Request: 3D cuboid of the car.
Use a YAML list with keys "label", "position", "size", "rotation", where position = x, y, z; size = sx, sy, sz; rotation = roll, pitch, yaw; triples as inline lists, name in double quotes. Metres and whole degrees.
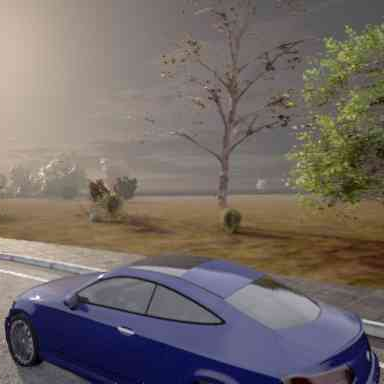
- label: "car"
  position: [-0.378, 1.514, 4.088]
  size: [4.674, 1.442, 1.812]
  rotation: [0, 0, 34]
